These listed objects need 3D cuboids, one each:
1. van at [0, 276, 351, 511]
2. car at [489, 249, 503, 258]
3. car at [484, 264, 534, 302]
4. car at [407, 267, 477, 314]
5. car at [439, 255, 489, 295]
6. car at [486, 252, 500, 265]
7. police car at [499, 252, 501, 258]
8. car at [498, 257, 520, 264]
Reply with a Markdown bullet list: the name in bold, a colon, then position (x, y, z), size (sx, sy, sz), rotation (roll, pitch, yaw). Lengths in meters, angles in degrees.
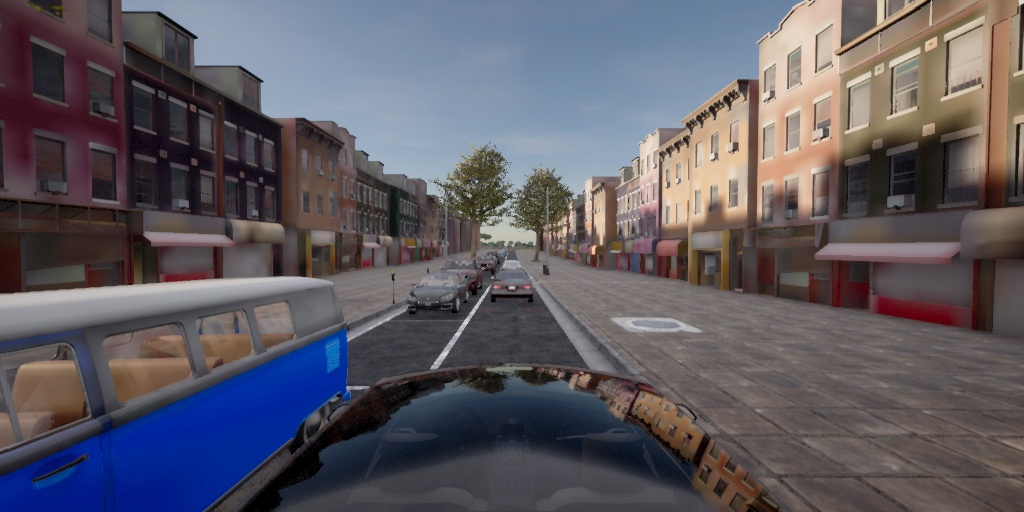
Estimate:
- **van**: position (-2.639, 1.088, 2.391), size (1.690, 1.789, 3.998), rotation (0, 0, 0)
- **car**: position (-2.980, 0.264, 56.652), size (2.150, 2.045, 5.566), rotation (0, 1, 0)
- **car**: position (0.001, 1.272, 16.501), size (2.033, 1.411, 5.357), rotation (0, 0, 0)
- **car**: position (-2.639, 1.275, 13.476), size (2.007, 1.370, 4.403), rotation (0, 0, 0)
- **car**: position (-2.638, 1.008, 19.030), size (2.192, 1.841, 5.009), rotation (0, 0, 0)
- **car**: position (-2.638, 0.806, 35.673), size (2.192, 1.841, 5.009), rotation (0, 0, 0)
- **police car**: position (-3.008, 0.626, 49.739), size (1.930, 1.638, 5.238), rotation (0, 1, 0)
- **car**: position (0.001, 1.090, 31.496), size (1.812, 1.442, 4.674), rotation (0, 1, 0)
